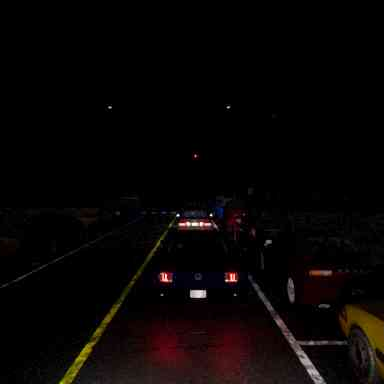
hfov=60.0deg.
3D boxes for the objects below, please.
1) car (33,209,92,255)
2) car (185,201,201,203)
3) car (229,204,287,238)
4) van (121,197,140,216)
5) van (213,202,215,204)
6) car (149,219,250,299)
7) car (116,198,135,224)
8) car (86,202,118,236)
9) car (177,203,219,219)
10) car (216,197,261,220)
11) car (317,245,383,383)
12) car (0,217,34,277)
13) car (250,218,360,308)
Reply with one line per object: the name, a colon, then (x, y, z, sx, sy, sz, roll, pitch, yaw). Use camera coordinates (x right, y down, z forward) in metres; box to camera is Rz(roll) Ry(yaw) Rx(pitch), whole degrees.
car: (-5.733, 1.567, 13.249, 1.947, 1.339, 4.313, 0, 0, 0)
car: (0.065, 1.482, 27.799, 1.882, 1.535, 5.008, 0, 0, 0)
car: (2.792, 1.441, 13.227, 1.967, 1.590, 4.097, 0, 0, 0)
van: (-5.693, 1.346, 29.562, 1.690, 1.788, 3.998, 0, 0, 0)
van: (2.833, 1.346, 29.540, 1.690, 1.788, 3.998, 0, 0, 0)
car: (0.121, 1.601, 8.381, 1.895, 1.301, 4.718, 0, 0, 0)
car: (-5.706, 1.443, 24.124, 1.967, 1.590, 4.097, 0, 0, 0)
car: (-5.720, 1.527, 18.516, 1.752, 1.417, 4.829, 0, 0, 0)
car: (0.141, 1.549, 17.972, 2.033, 1.411, 5.357, 0, 0, 0)
car: (2.806, 1.317, 18.665, 2.192, 1.841, 5.009, 0, 0, 0)
car: (2.766, 1.525, 2.522, 1.752, 1.417, 4.829, 0, 0, 0)
car: (-5.747, 1.525, 7.641, 1.752, 1.417, 4.829, 0, 0, 0)
car: (2.779, 1.545, 7.790, 1.887, 1.381, 4.507, 0, 0, 0)
